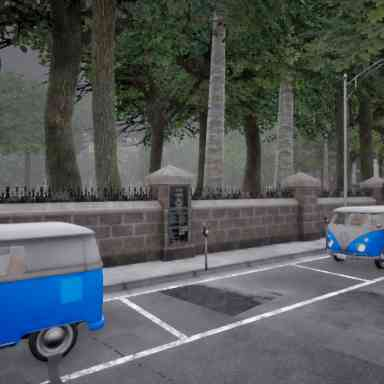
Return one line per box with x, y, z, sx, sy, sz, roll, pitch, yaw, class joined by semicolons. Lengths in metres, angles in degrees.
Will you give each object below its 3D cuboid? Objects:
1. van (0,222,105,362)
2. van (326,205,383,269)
-3.167;1.341;4.275;3.998;1.788;1.690;0;0;-36;van
6.040;1.337;10.854;3.998;1.788;1.690;0;0;-36;van
